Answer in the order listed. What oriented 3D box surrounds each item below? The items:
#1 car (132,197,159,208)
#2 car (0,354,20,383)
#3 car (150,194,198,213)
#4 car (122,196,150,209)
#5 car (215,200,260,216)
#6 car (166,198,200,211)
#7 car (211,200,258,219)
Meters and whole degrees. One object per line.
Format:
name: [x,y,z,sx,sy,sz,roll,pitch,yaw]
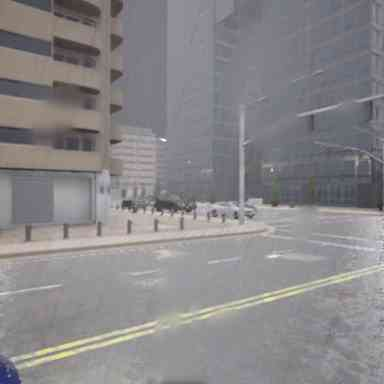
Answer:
car: [-7.169,1.547,50.714,2.128,1.511,4.902,0,0,-35]
car: [-3.303,1.516,1.396,4.674,1.442,1.812,0,0,-35]
car: [-2.081,1.259,37.334,2.150,2.045,5.566,0,0,-36]
car: [-7.811,1.391,45.513,2.097,1.767,4.553,0,0,-35]
car: [4.584,1.579,34.016,1.812,1.442,4.674,0,0,-36]
car: [-1.206,1.559,42.175,1.837,1.490,4.892,0,0,-35]
car: [3.537,1.563,29.455,1.812,1.442,4.674,0,0,-35]
